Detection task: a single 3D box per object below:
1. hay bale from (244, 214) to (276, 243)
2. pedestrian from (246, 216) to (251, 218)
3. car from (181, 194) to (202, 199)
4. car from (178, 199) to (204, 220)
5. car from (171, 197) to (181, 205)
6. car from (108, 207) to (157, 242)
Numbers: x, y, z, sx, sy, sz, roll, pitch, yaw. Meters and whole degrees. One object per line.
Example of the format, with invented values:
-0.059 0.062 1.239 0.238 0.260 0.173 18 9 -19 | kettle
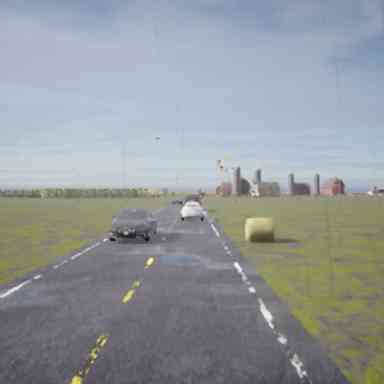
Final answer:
3.139 1.682 15.451 1.220 1.180 1.240 1 0 0 | hay bale
2.834 1.701 16.569 0.500 1.100 0.500 -1 0 1 | pedestrian
0.080 1.295 42.436 2.150 2.045 5.566 0 0 0 | car
0.065 1.575 28.132 1.812 1.442 4.674 0 0 1 | car
-2.716 1.625 60.968 1.882 1.535 5.008 0 0 0 | car
-2.841 1.534 16.788 1.837 1.490 4.892 0 0 0 | car
